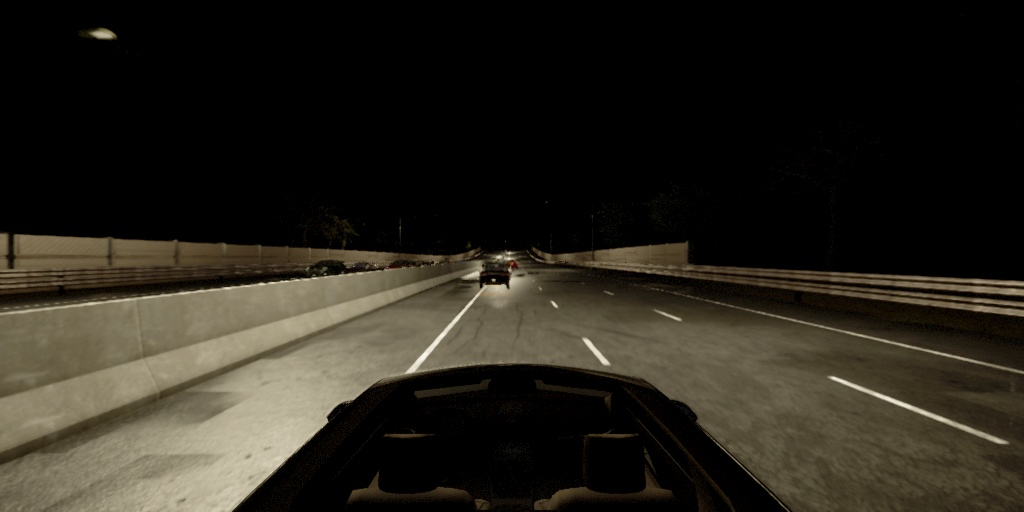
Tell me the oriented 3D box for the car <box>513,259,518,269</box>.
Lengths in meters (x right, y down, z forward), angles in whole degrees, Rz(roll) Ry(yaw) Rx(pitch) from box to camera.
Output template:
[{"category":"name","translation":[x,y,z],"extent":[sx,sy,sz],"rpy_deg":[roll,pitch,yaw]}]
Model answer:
[{"category":"car","translation":[0.013,1.354,61.364],"extent":[2.097,1.767,4.553],"rpy_deg":[0,0,1]}]

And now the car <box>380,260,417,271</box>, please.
[{"category":"car","translation":[-10.578,1.161,34.391],"extent":[2.097,1.767,4.553],"rpy_deg":[0,0,0]}]

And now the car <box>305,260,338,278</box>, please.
[{"category":"car","translation":[-17.579,1.161,34.129],"extent":[2.097,1.767,4.553],"rpy_deg":[0,0,0]}]

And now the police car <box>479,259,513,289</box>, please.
[{"category":"police car","translation":[-1.054,1.193,23.374],"extent":[1.930,1.638,5.238],"rpy_deg":[0,0,0]}]

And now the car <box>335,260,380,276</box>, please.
[{"category":"car","translation":[-14.081,1.354,33.788],"extent":[2.033,1.411,5.357],"rpy_deg":[0,0,0]}]
